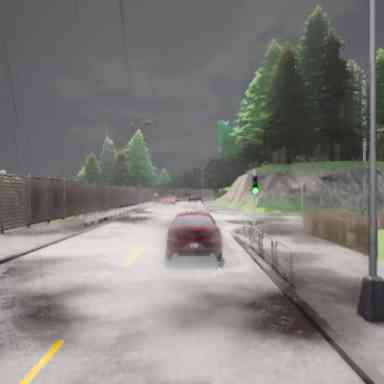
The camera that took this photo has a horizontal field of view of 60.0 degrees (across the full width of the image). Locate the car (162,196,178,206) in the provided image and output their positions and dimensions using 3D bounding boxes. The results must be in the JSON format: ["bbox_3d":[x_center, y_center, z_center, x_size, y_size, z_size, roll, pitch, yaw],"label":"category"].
[{"bbox_3d":[-4.051,1.451,58.456,2.097,1.767,4.553,0,0,0],"label":"car"}]

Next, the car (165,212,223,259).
[{"bbox_3d":[0.078,1.499,12.681,1.882,1.535,5.008,0,0,0],"label":"car"}]

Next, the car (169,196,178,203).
[{"bbox_3d":[-4.001,1.649,73.796,1.812,1.442,4.674,0,0,0],"label":"car"}]

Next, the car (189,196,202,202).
[{"bbox_3d":[0.845,1.635,80.060,1.837,1.490,4.892,0,0,26],"label":"car"}]
